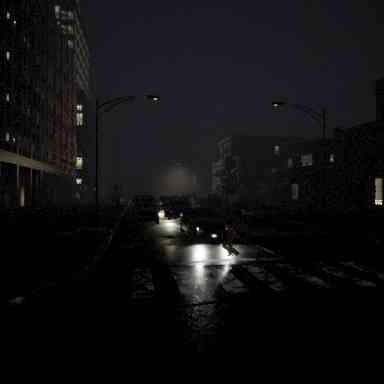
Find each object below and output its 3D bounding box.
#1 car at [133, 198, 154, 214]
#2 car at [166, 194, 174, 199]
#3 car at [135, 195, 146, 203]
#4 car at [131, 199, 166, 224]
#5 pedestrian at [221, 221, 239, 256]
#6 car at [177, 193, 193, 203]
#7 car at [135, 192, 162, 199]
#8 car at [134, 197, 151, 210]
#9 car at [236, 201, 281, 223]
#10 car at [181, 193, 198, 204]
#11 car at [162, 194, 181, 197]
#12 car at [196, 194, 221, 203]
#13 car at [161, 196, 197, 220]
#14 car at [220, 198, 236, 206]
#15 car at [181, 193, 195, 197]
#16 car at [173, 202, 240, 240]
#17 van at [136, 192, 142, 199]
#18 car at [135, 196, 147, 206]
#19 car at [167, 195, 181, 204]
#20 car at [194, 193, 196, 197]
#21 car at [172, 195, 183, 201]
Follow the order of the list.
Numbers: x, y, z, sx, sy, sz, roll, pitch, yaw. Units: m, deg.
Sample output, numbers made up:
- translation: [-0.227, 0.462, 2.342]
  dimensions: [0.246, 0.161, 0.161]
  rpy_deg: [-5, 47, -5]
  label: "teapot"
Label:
- translation: [-5.038, 1.375, 34.176]
  dimensions: [2.008, 1.369, 4.403]
  rpy_deg: [1, 0, -10]
  label: "car"
- translation: [-5.934, 1.244, 90.167]
  dimensions: [1.802, 1.307, 4.206]
  rpy_deg: [1, 0, -10]
  label: "car"
- translation: [-9.619, 1.281, 61.479]
  dimensions: [1.947, 1.339, 4.313]
  rpy_deg: [1, 0, -10]
  label: "car"
- translation: [-3.206, 1.422, 23.254]
  dimensions: [2.008, 1.369, 4.403]
  rpy_deg: [1, 0, -10]
  label: "car"
- translation: [1.296, 1.514, 11.144]
  dimensions: [0.375, 1.300, 0.375]
  rpy_deg: [1, 0, -10]
  label: "pedestrian"
- translation: [-1.351, 1.076, 62.863]
  dimensions: [2.192, 1.841, 5.009]
  rpy_deg: [1, 0, -10]
  label: "car"
- translation: [-4.120, 1.162, 28.715]
  dimensions: [2.192, 1.841, 5.009]
  rpy_deg: [1, 0, -10]
  label: "car"
- translation: [-5.954, 1.346, 39.636]
  dimensions: [1.887, 1.381, 4.507]
  rpy_deg: [1, 0, -10]
  label: "car"
- translation: [5.031, 1.441, 24.806]
  dimensions: [1.752, 1.417, 4.829]
  rpy_deg: [1, 0, -10]
  label: "car"
- translation: [-0.435, 1.097, 57.403]
  dimensions: [2.192, 1.841, 5.009]
  rpy_deg: [1, 0, -10]
  label: "car"
- translation: [-2.823, 1.181, 36.691]
  dimensions: [2.097, 1.767, 4.553]
  rpy_deg: [0, 0, -10]
  label: "car"
- translation: [2.313, 1.162, 41.020]
  dimensions: [2.192, 1.841, 5.009]
  rpy_deg: [1, 0, -10]
  label: "car"
- translation: [-1.151, 1.350, 26.618]
  dimensions: [1.882, 1.535, 5.008]
  rpy_deg: [0, 0, -9]
  label: "car"
- translation: [4.143, 1.475, 30.100]
  dimensions: [1.802, 1.307, 4.206]
  rpy_deg: [1, 0, -10]
  label: "car"
- translation: [-1.263, 1.287, 46.343]
  dimensions: [1.882, 1.535, 5.008]
  rpy_deg: [0, 0, -9]
  label: "car"
- translation: [0.504, 1.463, 16.776]
  dimensions: [2.033, 1.411, 5.357]
  rpy_deg: [0, 0, -10]
  label: "car"
- translation: [-14.197, 0.958, 88.782]
  dimensions: [1.690, 1.788, 3.998]
  rpy_deg: [1, 0, -10]
  label: "van"
- translation: [-7.758, 1.283, 50.390]
  dimensions: [1.752, 1.417, 4.829]
  rpy_deg: [1, 0, -10]
  label: "car"
- translation: [-3.030, 1.273, 56.584]
  dimensions: [1.837, 1.490, 4.892]
  rpy_deg: [0, 0, -10]
  label: "car"
- translation: [0.451, 1.328, 52.110]
  dimensions: [1.752, 1.417, 4.829]
  rpy_deg: [1, 0, -10]
  label: "car"
- translation: [-3.186, 1.286, 73.785]
  dimensions: [1.947, 1.339, 4.313]
  rpy_deg: [1, 0, -10]
  label: "car"
